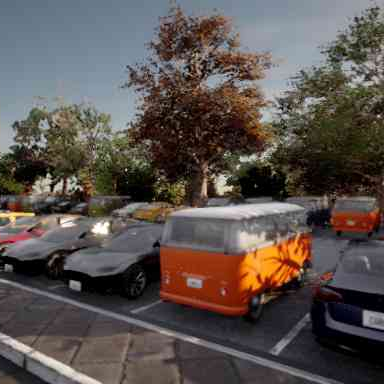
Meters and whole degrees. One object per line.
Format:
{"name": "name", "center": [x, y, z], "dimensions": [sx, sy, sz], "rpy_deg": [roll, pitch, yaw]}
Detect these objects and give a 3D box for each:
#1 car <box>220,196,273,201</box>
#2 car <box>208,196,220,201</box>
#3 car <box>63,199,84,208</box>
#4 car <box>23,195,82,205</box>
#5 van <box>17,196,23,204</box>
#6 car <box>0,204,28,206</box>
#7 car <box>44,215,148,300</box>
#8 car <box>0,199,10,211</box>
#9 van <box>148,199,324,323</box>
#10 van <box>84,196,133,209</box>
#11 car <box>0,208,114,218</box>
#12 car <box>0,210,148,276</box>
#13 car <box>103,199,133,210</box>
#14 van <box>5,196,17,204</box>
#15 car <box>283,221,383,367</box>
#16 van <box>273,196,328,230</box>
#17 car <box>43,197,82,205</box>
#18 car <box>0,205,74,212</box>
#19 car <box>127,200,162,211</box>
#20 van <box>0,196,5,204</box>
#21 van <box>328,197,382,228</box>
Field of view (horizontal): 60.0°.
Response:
{"name": "car", "center": [4.413, 1.266, 21.065], "dimensions": [2.435, 2.045, 5.566], "rpy_deg": [0, 0, 36]}
{"name": "car", "center": [2.164, 1.279, 22.682], "dimensions": [2.435, 2.045, 5.566], "rpy_deg": [0, 0, 36]}
{"name": "car", "center": [-9.066, 1.634, 30.788], "dimensions": [2.002, 1.452, 4.674], "rpy_deg": [0, 0, 36]}
{"name": "car", "center": [-13.683, 1.368, 34.074], "dimensions": [2.435, 2.045, 5.566], "rpy_deg": [0, 0, 36]}
{"name": "van", "center": [-15.848, 1.406, 35.809], "dimensions": [1.878, 1.987, 4.442], "rpy_deg": [0, 0, 36]}
{"name": "car", "center": [-10.032, 1.561, 15.384], "dimensions": [2.231, 1.521, 4.892], "rpy_deg": [0, 0, 36]}
{"name": "car", "center": [-1.036, 1.538, 8.873], "dimensions": [2.163, 1.488, 4.792], "rpy_deg": [0, 0, 36]}
{"name": "car", "center": [-27.148, 1.808, 43.563], "dimensions": [1.946, 1.575, 5.366], "rpy_deg": [-1, -1, 36]}
{"name": "van", "center": [1.302, 1.270, 7.371], "dimensions": [1.878, 1.987, 4.442], "rpy_deg": [0, 0, 36]}
{"name": "van", "center": [-6.851, 1.356, 29.341], "dimensions": [1.878, 1.987, 4.442], "rpy_deg": [0, 0, 36]}
{"name": "car", "center": [-5.545, 1.564, 12.114], "dimensions": [2.163, 1.488, 4.792], "rpy_deg": [0, 0, 36]}
{"name": "car", "center": [-3.290, 1.551, 10.493], "dimensions": [2.163, 1.488, 4.792], "rpy_deg": [0, 0, 36]}
{"name": "car", "center": [-4.667, 1.609, 27.631], "dimensions": [2.002, 1.452, 4.674], "rpy_deg": [0, 0, 36]}
{"name": "van", "center": [-17.995, 1.419, 37.353], "dimensions": [1.878, 1.987, 4.442], "rpy_deg": [0, 0, 36]}
{"name": "car", "center": [3.506, 1.513, 5.679], "dimensions": [2.163, 1.488, 4.792], "rpy_deg": [0, 0, 36]}
{"name": "van", "center": [6.610, 1.279, 19.376], "dimensions": [1.878, 1.987, 4.442], "rpy_deg": [0, 0, 36]}
{"name": "car", "center": [-11.318, 1.606, 32.403], "dimensions": [2.097, 1.535, 5.008], "rpy_deg": [0, 0, 36]}
{"name": "car", "center": [-7.890, 1.544, 13.607], "dimensions": [1.946, 1.575, 5.366], "rpy_deg": [0, 0, 36]}
{"name": "car", "center": [-2.321, 1.555, 25.935], "dimensions": [2.097, 1.535, 5.008], "rpy_deg": [0, 0, 36]}
{"name": "van", "center": [-20.488, 1.432, 38.859], "dimensions": [1.878, 1.987, 4.442], "rpy_deg": [-1, -1, 36]}
{"name": "van", "center": [8.996, 1.266, 17.949], "dimensions": [1.878, 1.987, 4.442], "rpy_deg": [0, 0, 36]}
